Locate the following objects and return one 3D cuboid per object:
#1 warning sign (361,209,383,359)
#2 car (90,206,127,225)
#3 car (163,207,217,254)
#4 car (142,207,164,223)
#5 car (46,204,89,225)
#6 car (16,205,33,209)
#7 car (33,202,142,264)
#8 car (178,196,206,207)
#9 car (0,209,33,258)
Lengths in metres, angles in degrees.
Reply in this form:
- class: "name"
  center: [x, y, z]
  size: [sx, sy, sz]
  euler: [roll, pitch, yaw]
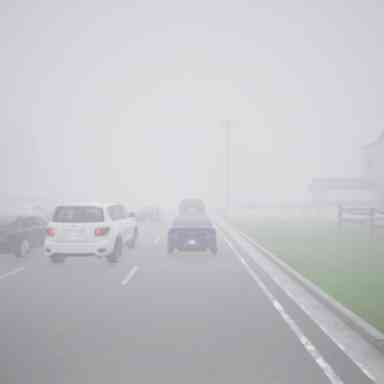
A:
- class: "warning sign"
  center: [3.051, 1.163, 4.196]
  size: [1.300, 1.860, 1.060]
  euler: [0, -1, 0]
- class: "car"
  center: [-6.984, 1.915, 28.230]
  size: [1.895, 1.301, 4.718]
  euler: [0, -1, 0]
- class: "car"
  center: [0.026, 1.636, 14.218]
  size: [1.882, 1.535, 5.008]
  euler: [0, 0, 0]
- class: "car"
  center: [-3.484, 1.915, 28.229]
  size: [1.895, 1.301, 4.718]
  euler: [0, -1, 0]
- class: "car"
  center: [-10.481, 1.823, 28.477]
  size: [1.837, 1.490, 4.892]
  euler: [0, 0, 0]
- class: "car"
  center: [-13.977, 1.846, 28.879]
  size: [1.812, 1.442, 4.674]
  euler: [0, 0, 1]
- class: "car"
  center: [-3.491, 1.365, 12.533]
  size: [2.150, 2.045, 5.566]
  euler: [0, 0, 0]
- class: "car"
  center: [0.009, 1.531, 27.571]
  size: [2.150, 2.045, 5.566]
  euler: [0, 0, 0]
- class: "car"
  center: [-6.981, 1.658, 13.477]
  size: [1.837, 1.490, 4.892]
  euler: [0, 0, 0]
